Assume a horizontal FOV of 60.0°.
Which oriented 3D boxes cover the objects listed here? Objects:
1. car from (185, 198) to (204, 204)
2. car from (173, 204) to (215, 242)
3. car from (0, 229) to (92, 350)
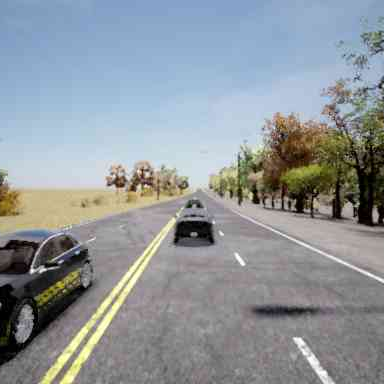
[{"bbox_3d":[0.263,1.479,36.779,2.097,1.767,4.553,0,0,1],"label":"car"},{"bbox_3d":[0.094,1.572,16.769,1.837,1.490,4.892,0,0,0],"label":"car"},{"bbox_3d":[-3.355,1.544,6.347,1.837,1.490,4.892,0,0,0],"label":"car"}]
